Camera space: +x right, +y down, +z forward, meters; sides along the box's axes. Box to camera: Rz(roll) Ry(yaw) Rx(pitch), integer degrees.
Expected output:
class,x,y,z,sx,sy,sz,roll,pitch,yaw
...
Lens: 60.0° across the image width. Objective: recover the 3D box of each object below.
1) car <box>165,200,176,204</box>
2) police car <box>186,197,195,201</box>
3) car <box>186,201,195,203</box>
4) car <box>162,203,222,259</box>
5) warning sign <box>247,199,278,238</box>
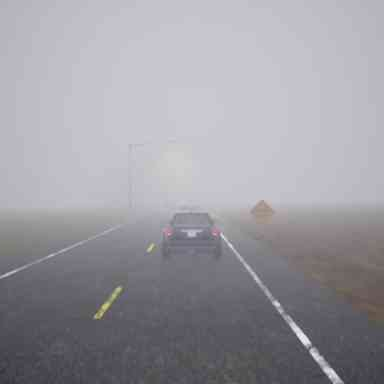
class,x,y,z,sx,sy,sz,roll,pitch,yaw
car,-4.214,2.210,65.152,1.882,1.535,5.008,0,-1,-1
police car,-0.204,2.422,86.783,1.930,1.638,5.238,0,-1,-2
car,-0.103,1.801,28.521,2.128,1.511,4.902,0,0,0
car,-0.003,1.495,13.440,2.097,1.767,4.553,0,-1,0
warning sign,3.512,1.294,16.640,1.300,1.860,1.060,0,-1,0
